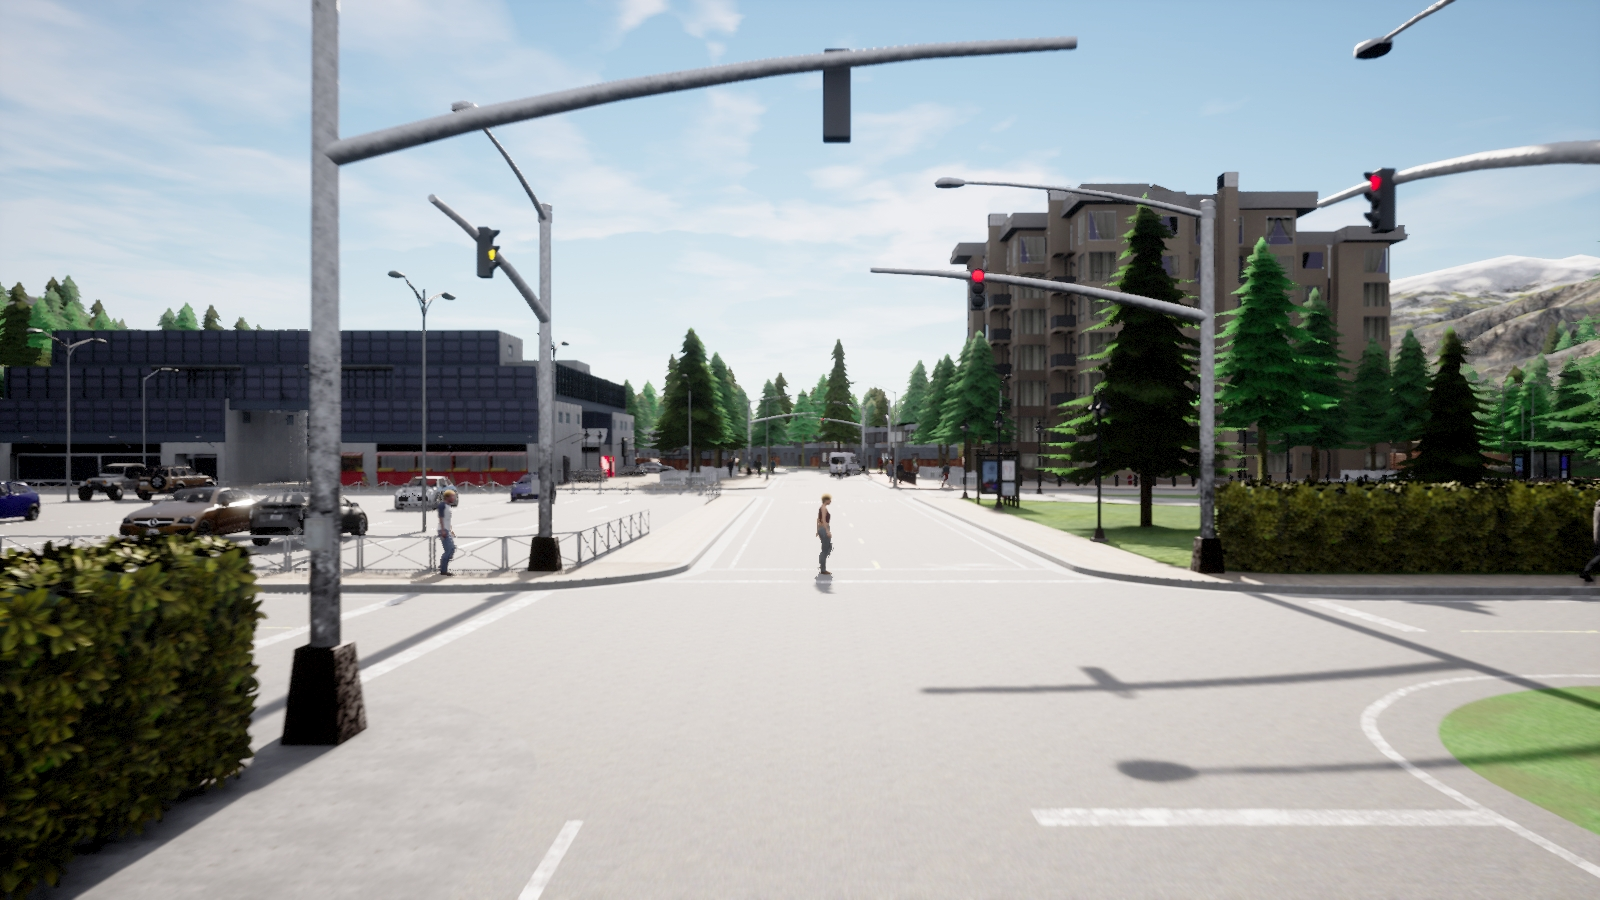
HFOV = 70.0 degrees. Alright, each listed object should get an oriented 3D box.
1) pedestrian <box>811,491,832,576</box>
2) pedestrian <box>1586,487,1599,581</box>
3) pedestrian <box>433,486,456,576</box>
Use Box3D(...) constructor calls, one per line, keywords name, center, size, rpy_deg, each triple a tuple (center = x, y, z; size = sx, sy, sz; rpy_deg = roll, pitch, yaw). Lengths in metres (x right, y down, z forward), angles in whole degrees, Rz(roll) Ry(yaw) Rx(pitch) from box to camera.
Box3D(name="pedestrian", center=(0.473, 1.844, 25.405), size=(0.375, 1.860, 0.375), rpy_deg=(0, 0, -13))
Box3D(name="pedestrian", center=(16.151, 1.692, 23.033), size=(0.375, 1.860, 0.375), rpy_deg=(0, 0, 11))
Box3D(name="pedestrian", center=(-7.430, 1.692, 23.890), size=(0.375, 1.860, 0.375), rpy_deg=(0, 0, -1))
